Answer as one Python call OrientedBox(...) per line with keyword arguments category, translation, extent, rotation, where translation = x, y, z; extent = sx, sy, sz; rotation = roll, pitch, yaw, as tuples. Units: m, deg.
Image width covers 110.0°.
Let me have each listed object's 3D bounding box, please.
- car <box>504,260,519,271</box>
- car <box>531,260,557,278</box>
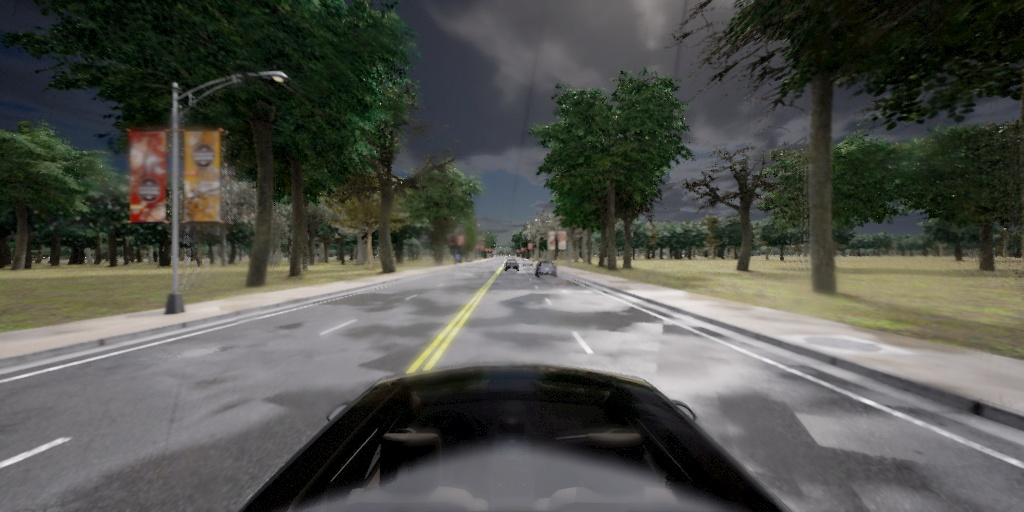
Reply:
OrientedBox(category="car", translation=(-0.024, 1.246, 48.979), extent=(1.837, 1.490, 4.892), rotation=(0, 0, 0))
OrientedBox(category="car", translation=(3.195, 1.286, 34.507), extent=(2.033, 1.649, 4.856), rotation=(0, -1, 0))
